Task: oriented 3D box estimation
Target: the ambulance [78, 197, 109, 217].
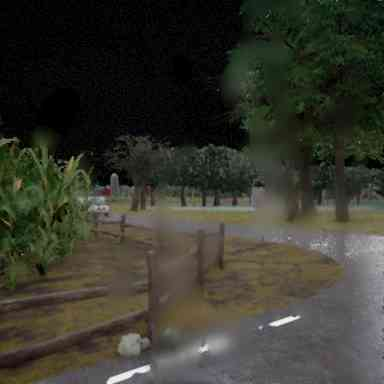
[{"bbox_3d":[-12.540,1.829,42.359,2.351,2.431,6.366,1,-1,-35],"label":"ambulance"}]
